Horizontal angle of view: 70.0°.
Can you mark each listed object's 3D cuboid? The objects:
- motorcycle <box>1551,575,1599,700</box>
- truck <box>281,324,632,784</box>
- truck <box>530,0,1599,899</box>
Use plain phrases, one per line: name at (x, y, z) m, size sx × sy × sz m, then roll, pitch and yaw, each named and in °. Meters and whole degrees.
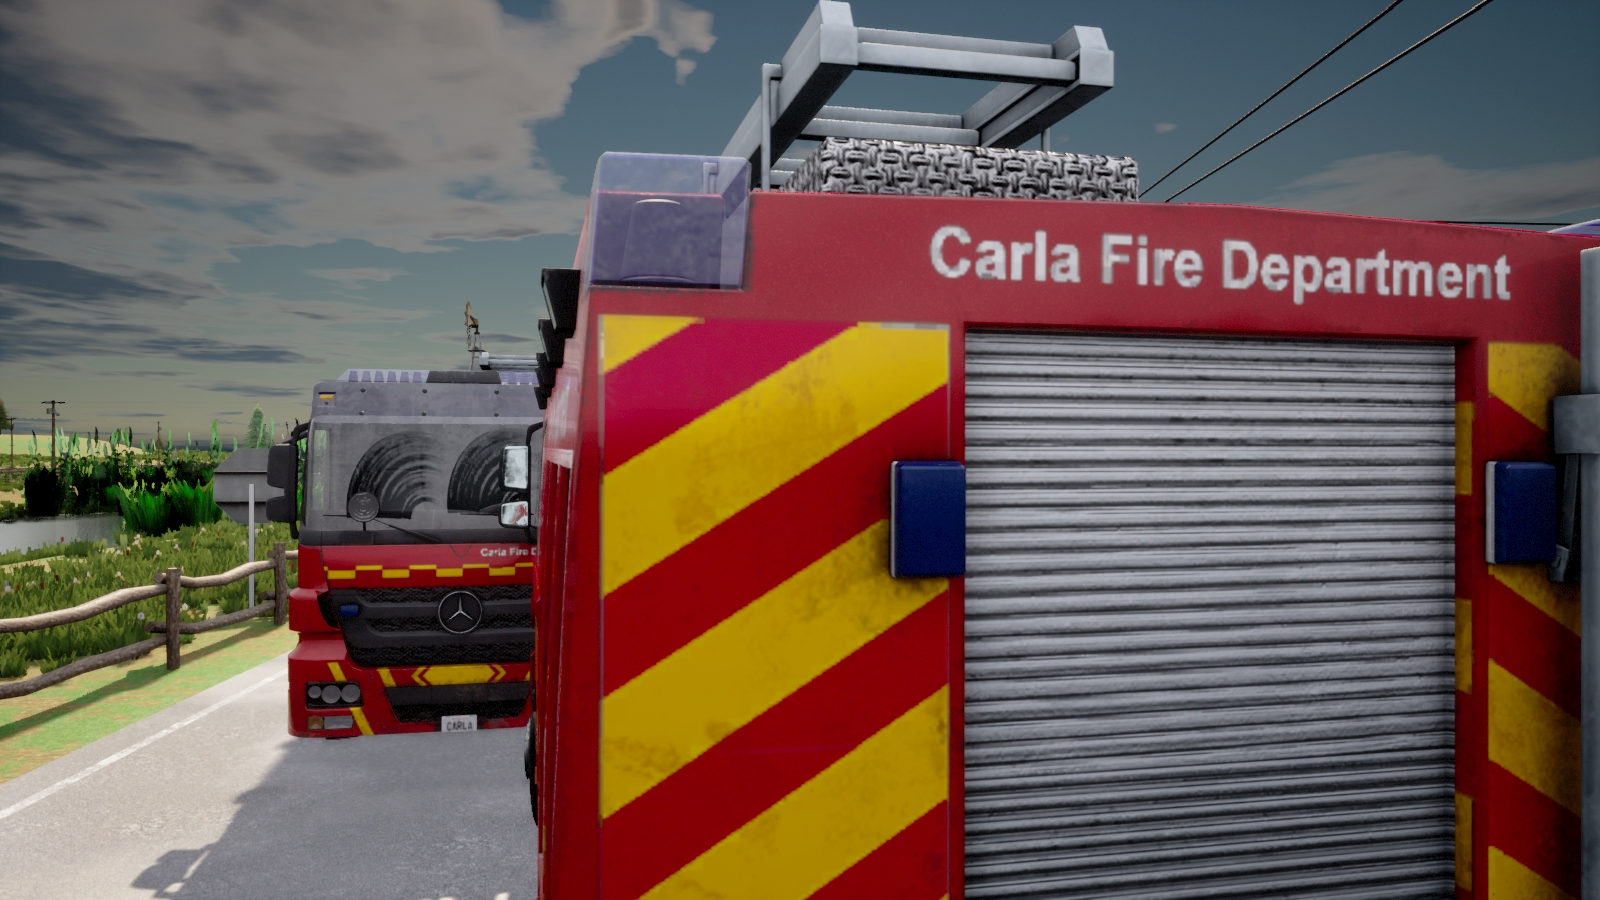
motorcycle at (9.815, 2.142, 13.181) m, size 1.805 × 1.316 × 0.856 m, roll 0°, pitch 0°, yaw -7°
truck at (-3.885, 0.862, 13.971) m, size 2.891 × 3.827 × 8.468 m, roll 0°, pitch 0°, yaw -13°
truck at (-0.133, 0.866, 6.871) m, size 2.891 × 3.827 × 8.468 m, roll 0°, pitch 0°, yaw -13°
